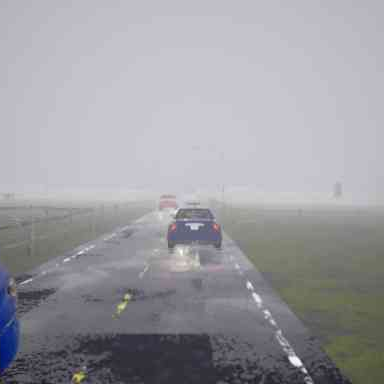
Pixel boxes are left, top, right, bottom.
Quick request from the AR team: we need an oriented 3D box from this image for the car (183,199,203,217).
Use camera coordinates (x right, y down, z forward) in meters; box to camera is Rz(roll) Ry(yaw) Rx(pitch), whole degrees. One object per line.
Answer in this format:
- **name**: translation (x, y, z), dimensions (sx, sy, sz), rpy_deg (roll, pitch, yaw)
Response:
- **car**: translation (0.097, 1.510, 32.334), dimensions (1.837, 1.490, 4.892), rpy_deg (0, 0, 0)

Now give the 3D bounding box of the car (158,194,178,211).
- **car**: translation (-2.846, 1.230, 40.729), dimensions (2.150, 2.045, 5.566), rpy_deg (0, 0, 0)

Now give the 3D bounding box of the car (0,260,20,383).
- **car**: translation (-2.849, 1.222, 1.180), dimensions (2.150, 2.045, 5.566), rpy_deg (0, 0, 0)

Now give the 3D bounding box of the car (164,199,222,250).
- **car**: translation (0.099, 1.353, 14.559), dimensions (2.097, 1.767, 4.553), rpy_deg (0, 0, 0)
